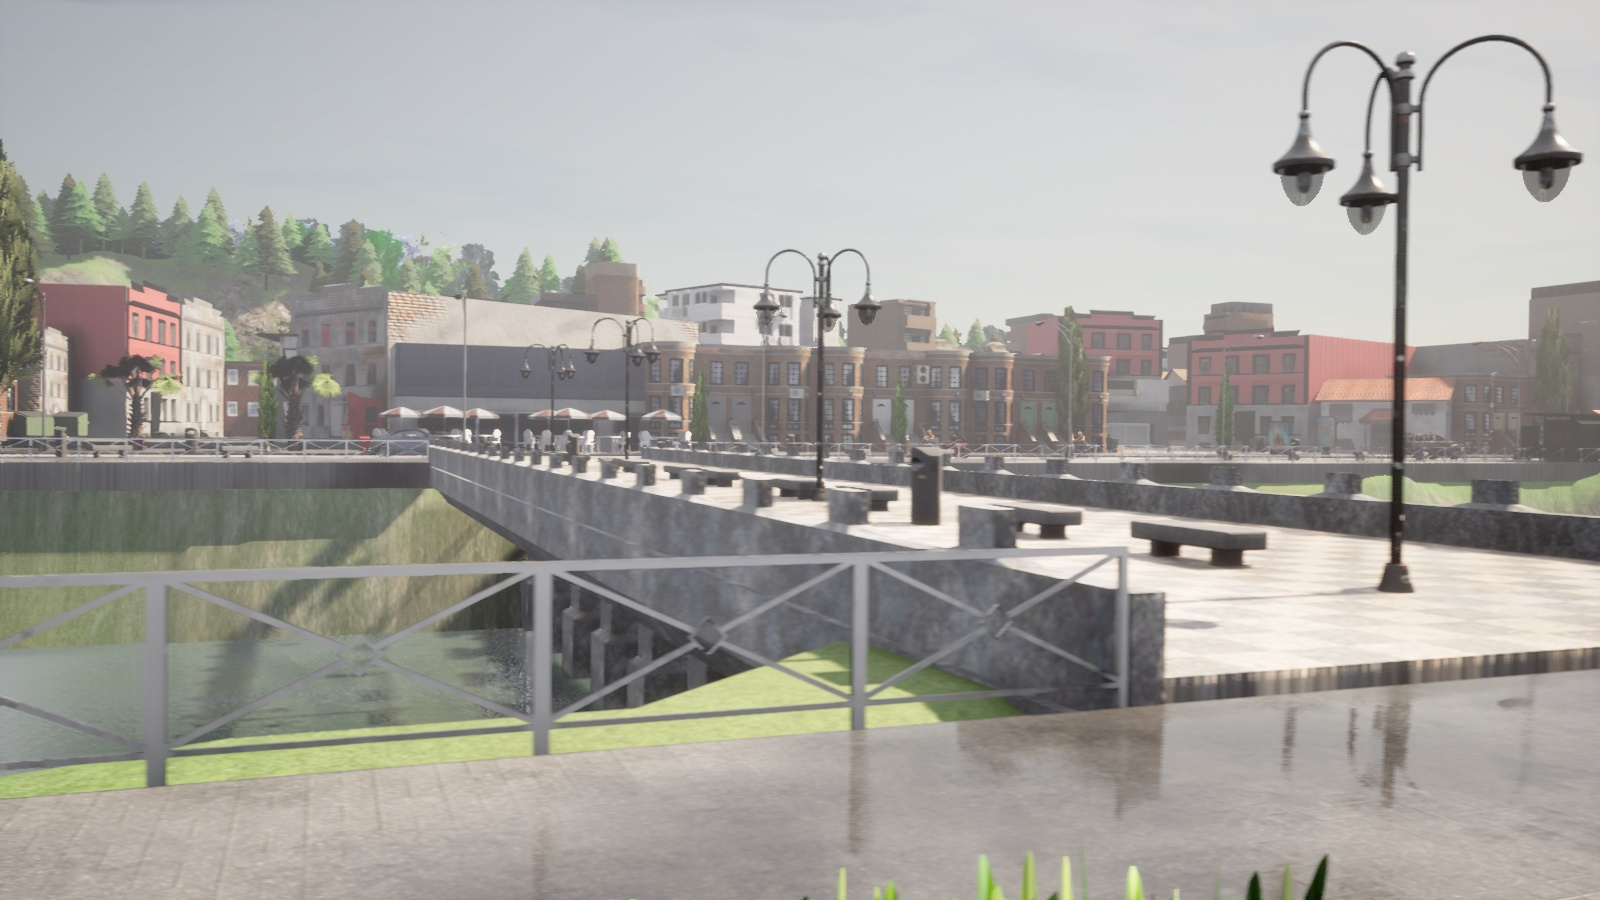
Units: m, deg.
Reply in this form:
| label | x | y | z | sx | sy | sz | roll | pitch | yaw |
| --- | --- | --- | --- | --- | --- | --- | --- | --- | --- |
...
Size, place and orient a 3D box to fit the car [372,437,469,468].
| label | x | y | z | sx | sy | sz | roll | pitch | yaw |
| --- | --- | --- | --- | --- | --- | --- | --- | --- | --- |
| car | -17.759 | 0.098 | 58.724 | 4.181 | 1.385 | 1.994 | -1 | 1 | -21 |

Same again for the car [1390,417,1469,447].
| label | x | y | z | sx | sy | sz | roll | pitch | yaw |
| --- | --- | --- | --- | --- | --- | --- | --- | --- | --- |
| car | 40.506 | -1.139 | 80.861 | 4.605 | 1.855 | 1.932 | -1 | 1 | -21 |

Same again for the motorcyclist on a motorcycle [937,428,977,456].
| label | x | y | z | sx | sy | sz | roll | pitch | yaw |
| --- | --- | --- | --- | --- | --- | --- | --- | --- | --- |
| motorcyclist on a motorcycle | 8.581 | -0.431 | 68.732 | 2.044 | 1.523 | 0.797 | -1 | 1 | -21 |
